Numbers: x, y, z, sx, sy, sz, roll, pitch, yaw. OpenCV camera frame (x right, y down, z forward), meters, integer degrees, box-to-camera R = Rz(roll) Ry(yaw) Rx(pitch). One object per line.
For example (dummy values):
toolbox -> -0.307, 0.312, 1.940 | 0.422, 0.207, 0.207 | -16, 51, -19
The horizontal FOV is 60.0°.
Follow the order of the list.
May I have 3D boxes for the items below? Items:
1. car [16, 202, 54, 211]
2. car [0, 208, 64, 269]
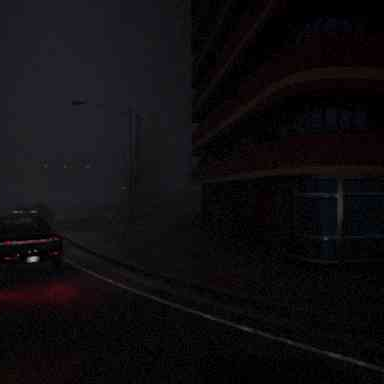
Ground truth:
car -> -10.896, 1.441, 23.053 | 2.128, 1.511, 4.902 | 0, 0, -10
car -> -5.472, 1.470, 10.335 | 2.128, 1.511, 4.902 | 0, 0, -37
